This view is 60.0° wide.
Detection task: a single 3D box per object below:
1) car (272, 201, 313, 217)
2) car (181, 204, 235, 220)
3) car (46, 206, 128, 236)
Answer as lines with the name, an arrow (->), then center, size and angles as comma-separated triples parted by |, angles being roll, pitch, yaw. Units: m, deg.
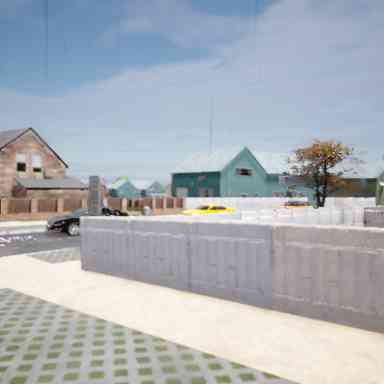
car -> 10.195, 1.670, 33.639 | 4.553, 1.767, 2.097 | 1, 1, -34
car -> 1.345, 1.697, 26.635 | 5.008, 1.535, 1.882 | 1, 1, -41
car -> -5.959, 1.625, 19.475 | 1.837, 1.490, 4.892 | 2, 1, 43
